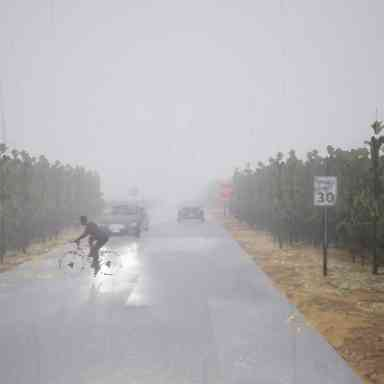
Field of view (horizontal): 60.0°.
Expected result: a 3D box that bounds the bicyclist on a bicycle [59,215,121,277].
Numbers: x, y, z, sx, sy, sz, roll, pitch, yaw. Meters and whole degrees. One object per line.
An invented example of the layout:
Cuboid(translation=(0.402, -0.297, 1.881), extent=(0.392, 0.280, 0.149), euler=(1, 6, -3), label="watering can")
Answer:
Cuboid(translation=(-2.688, 1.432, 8.759), extent=(1.656, 1.620, 0.582), euler=(-1, 0, 0), label="bicyclist on a bicycle")

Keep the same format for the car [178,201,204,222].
Cuboid(translation=(-0.074, 1.360, 24.232), extent=(1.812, 1.442, 4.674), euler=(0, 0, 0), label="car")

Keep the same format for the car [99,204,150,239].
Cuboid(translation=(-3.294, 1.395, 16.885), extent=(2.128, 1.511, 4.902), euler=(0, 1, 0), label="car")
